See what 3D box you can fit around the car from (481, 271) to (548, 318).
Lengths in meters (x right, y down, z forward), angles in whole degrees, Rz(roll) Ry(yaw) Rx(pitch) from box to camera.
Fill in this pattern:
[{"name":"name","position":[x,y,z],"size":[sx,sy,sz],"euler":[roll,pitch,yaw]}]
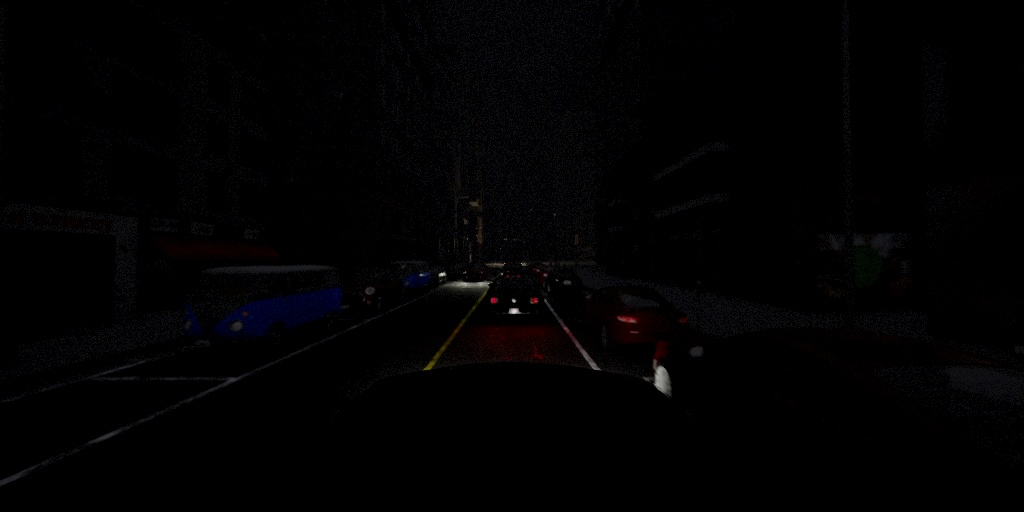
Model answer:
[{"name":"car","position":[0.079,1.390,13.099],"size":[1.895,1.301,4.718],"euler":[0,0,0]}]

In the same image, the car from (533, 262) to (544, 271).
[{"name":"car","position":[2.763,1.373,25.599],"size":[1.888,1.381,4.507],"euler":[0,0,0]}]

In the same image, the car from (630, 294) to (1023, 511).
[{"name":"car","position":[2.763,1.300,3.161],"size":[1.888,1.381,4.507],"euler":[0,0,0]}]

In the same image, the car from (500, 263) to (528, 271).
[{"name":"car","position":[0.084,1.344,29.263],"size":[1.837,1.490,4.892],"euler":[0,0,0]}]

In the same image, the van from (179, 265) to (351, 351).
[{"name":"van","position":[-5.763,1.115,8.772],"size":[1.690,1.789,3.998],"euler":[0,0,0]}]

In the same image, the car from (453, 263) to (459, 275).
[{"name":"car","position":[-5.762,1.412,36.819],"size":[2.007,1.370,4.403],"euler":[0,0,0]}]

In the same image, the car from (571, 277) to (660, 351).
[{"name":"car","position":[2.763,1.356,8.771],"size":[1.802,1.307,4.207],"euler":[0,0,0]}]

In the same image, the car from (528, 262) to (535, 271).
[{"name":"car","position":[2.763,1.444,36.818],"size":[1.802,1.307,4.207],"euler":[0,0,0]}]

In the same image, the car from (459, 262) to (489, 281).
[{"name":"car","position":[-3.095,1.323,31.275],"size":[1.882,1.535,5.008],"euler":[0,0,0]}]

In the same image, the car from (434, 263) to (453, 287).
[{"name":"car","position":[-5.763,1.379,25.600],"size":[2.007,1.370,4.403],"euler":[0,0,0]}]

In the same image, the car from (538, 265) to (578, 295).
[{"name":"car","position":[2.763,1.377,19.989],"size":[1.948,1.339,4.313],"euler":[0,0,0]}]

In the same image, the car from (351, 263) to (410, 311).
[{"name":"car","position":[-5.763,1.233,14.382],"size":[1.967,1.591,4.097],"euler":[0,0,0]}]

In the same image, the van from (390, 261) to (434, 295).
[{"name":"van","position":[-5.762,1.152,19.991],"size":[1.690,1.789,3.998],"euler":[0,0,0]}]
